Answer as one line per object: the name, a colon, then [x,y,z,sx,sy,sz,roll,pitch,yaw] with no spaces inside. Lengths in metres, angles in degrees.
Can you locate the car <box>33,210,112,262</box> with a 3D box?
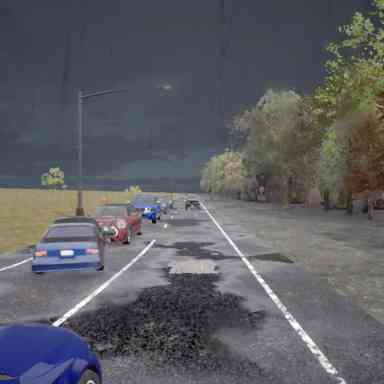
car: [-3.727,1.549,10.647,2.033,1.411,5.357,0,0,-15]

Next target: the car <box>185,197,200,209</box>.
car: [0.054,1.501,44.295,1.837,1.490,4.892,0,0,0]

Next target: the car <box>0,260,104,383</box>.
car: [-1.968,1.526,1.392,1.812,1.442,4.674,0,0,6]

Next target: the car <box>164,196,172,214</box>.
car: [-3.598,1.351,35.285,2.097,1.767,4.553,0,0,0]

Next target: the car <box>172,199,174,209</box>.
car: [-3.599,1.347,45.292,2.097,1.767,4.553,0,0,0]

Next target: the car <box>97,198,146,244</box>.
car: [-3.675,1.354,15.621,2.097,1.767,4.553,0,0,1]

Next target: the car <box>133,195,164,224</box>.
car: [-3.607,1.223,25.281,2.150,2.045,5.566,0,0,-1]
